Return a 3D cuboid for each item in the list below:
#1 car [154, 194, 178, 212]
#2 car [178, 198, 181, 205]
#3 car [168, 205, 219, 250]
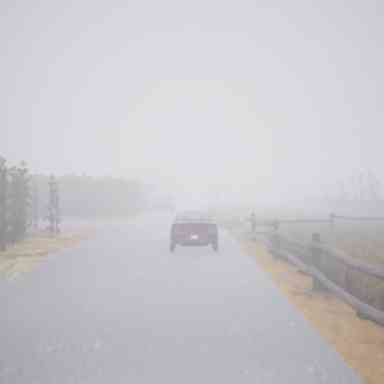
[{"bbox_3d":[-3.191,1.308,39.624,2.150,2.045,5.566,0,0,0],"label":"car"},{"bbox_3d":[-3.094,1.742,60.939,1.895,1.301,4.718,0,0,0],"label":"car"},{"bbox_3d":[0.040,1.510,14.446,1.882,1.535,5.008,0,-1,-1],"label":"car"}]
